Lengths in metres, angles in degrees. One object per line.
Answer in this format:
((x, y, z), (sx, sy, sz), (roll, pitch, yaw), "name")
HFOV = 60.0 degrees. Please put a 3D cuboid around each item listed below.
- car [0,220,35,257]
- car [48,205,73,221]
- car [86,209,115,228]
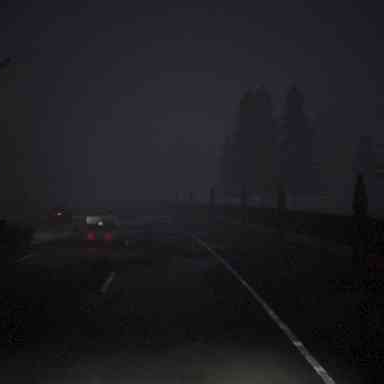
((-8.070, 1.775, 13.559), (1.895, 1.301, 4.718), (0, -1, -8), "car")
((-12.349, 1.943, 31.368), (1.994, 1.385, 4.181), (0, -1, -18), "car")
((-6.789, 1.892, 24.889), (1.895, 1.301, 4.718), (0, -1, -14), "car")
